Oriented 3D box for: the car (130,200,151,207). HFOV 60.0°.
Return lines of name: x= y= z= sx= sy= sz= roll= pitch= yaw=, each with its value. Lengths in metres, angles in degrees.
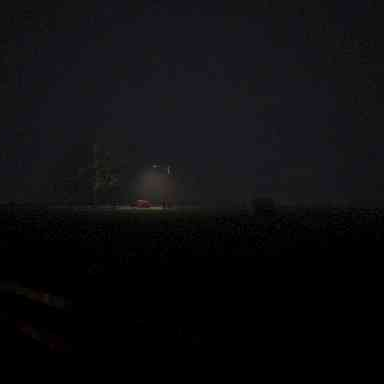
car: x=-9.602 y=2.174 z=62.416 sx=1.994 sy=1.385 sz=4.181 roll=0 pitch=-1 yaw=38
